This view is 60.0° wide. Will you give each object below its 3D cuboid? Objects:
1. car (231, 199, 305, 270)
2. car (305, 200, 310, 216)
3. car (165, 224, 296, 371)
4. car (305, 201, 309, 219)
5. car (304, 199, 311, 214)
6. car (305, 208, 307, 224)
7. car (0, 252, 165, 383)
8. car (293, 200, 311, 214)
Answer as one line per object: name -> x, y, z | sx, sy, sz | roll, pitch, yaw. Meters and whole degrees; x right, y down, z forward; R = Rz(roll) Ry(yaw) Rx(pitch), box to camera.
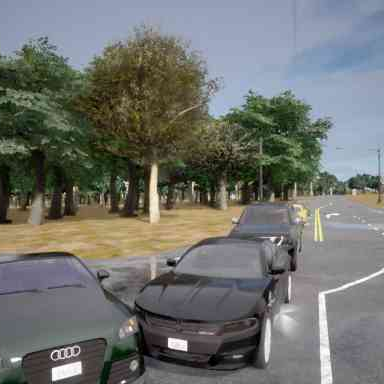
car -> 2.858, 1.460, 12.405 | 2.150, 2.045, 5.566 | -2, 0, 21
car -> 9.292, 1.724, 29.567 | 1.812, 1.442, 4.674 | -1, 0, 21
car -> 0.737, 1.613, 6.264 | 1.882, 1.535, 5.008 | -1, -2, 21
car -> 7.233, 1.664, 24.063 | 1.882, 1.535, 5.008 | -1, 0, 21
car -> 11.319, 1.563, 34.943 | 2.097, 1.767, 4.553 | -1, 0, 21
car -> 5.084, 1.774, 18.309 | 1.895, 1.301, 4.718 | -1, 0, 21
car -> -2.309, 1.643, 4.967 | 1.994, 1.385, 4.181 | 2, -2, -33
car -> 13.315, 1.748, 40.153 | 1.812, 1.442, 4.674 | -1, 0, 21
